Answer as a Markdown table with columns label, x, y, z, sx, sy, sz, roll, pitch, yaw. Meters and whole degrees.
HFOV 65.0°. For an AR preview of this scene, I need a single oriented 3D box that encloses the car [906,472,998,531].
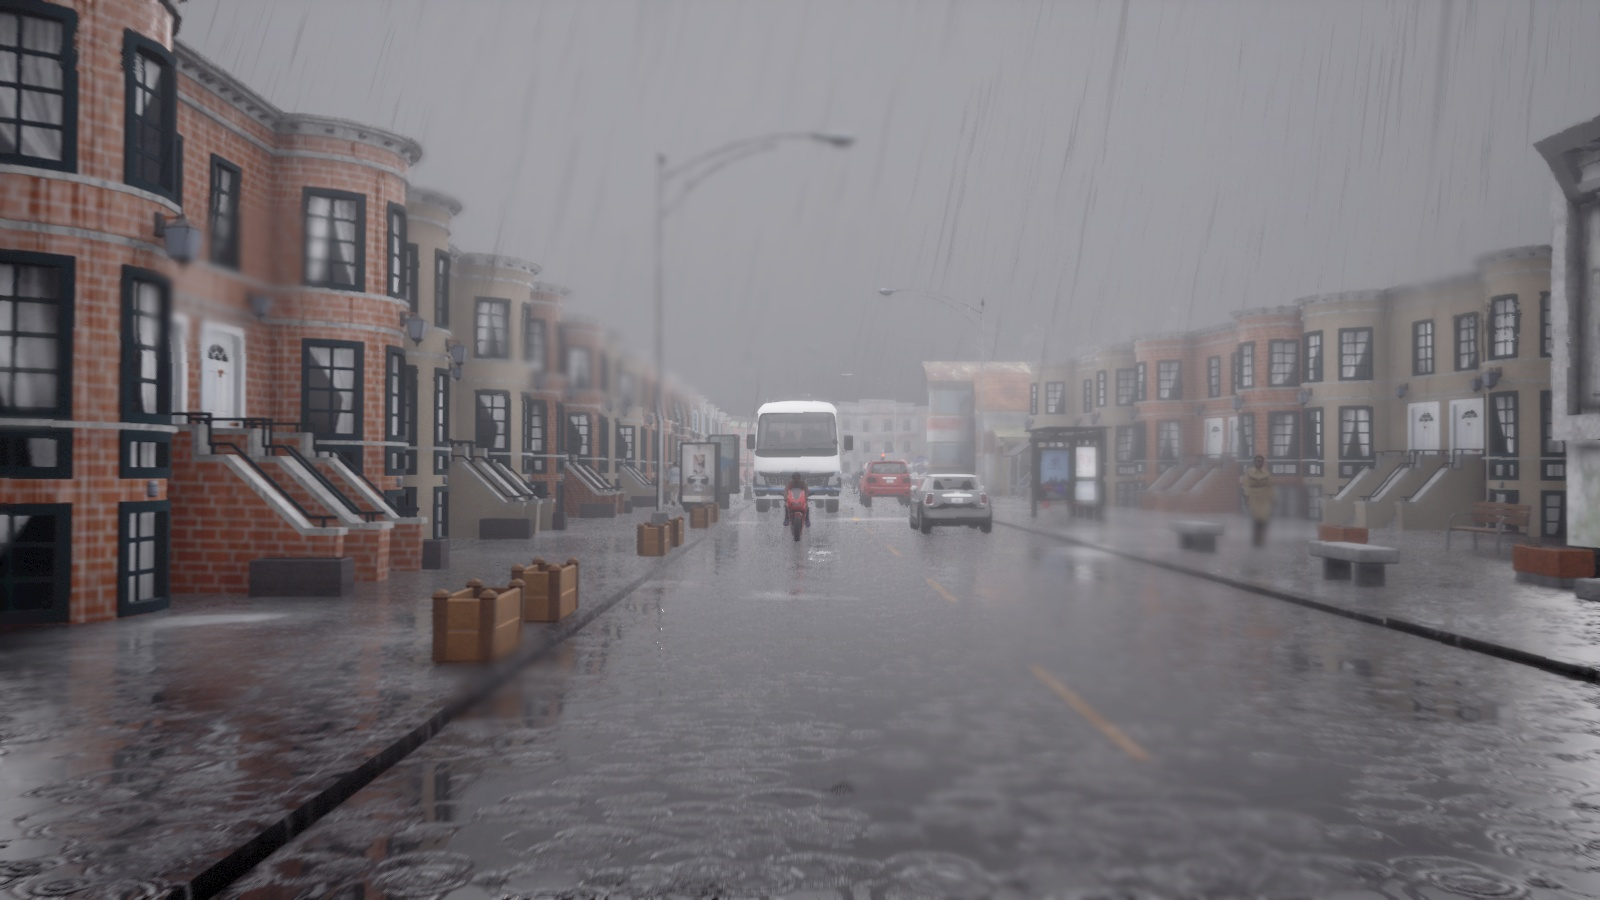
| label | x | y | z | sx | sy | sz | roll | pitch | yaw |
| --- | --- | --- | --- | --- | --- | --- | --- | --- | --- |
| car | 3.945 | 1.321 | 33.212 | 1.970 | 1.475 | 3.806 | 0 | -1 | 0 |

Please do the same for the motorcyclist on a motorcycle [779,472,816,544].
| label | x | y | z | sx | sy | sz | roll | pitch | yaw |
| --- | --- | --- | --- | --- | --- | --- | --- | --- | --- |
| motorcyclist on a motorcycle | -0.052 | 1.267 | 28.072 | 0.797 | 1.523 | 2.044 | 0 | -1 | 0 |

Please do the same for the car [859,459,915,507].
| label | x | y | z | sx | sy | sz | roll | pitch | yaw |
| --- | --- | --- | --- | --- | --- | --- | --- | --- | --- |
| car | 3.922 | 1.480 | 57.455 | 2.150 | 2.045 | 5.566 | 0 | -1 | 0 |

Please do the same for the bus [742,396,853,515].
| label | x | y | z | sx | sy | sz | roll | pitch | yaw |
| --- | --- | --- | --- | --- | --- | --- | --- | --- | --- |
| bus | -0.079 | 0.279 | 50.200 | 3.944 | 4.253 | 10.273 | 0 | -1 | 0 |

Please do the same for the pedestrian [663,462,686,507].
| label | x | y | z | sx | sy | sz | roll | pitch | yaw |
| --- | --- | --- | --- | --- | --- | --- | --- | --- | --- |
| pedestrian | -5.142 | 1.408 | 51.515 | 0.874 | 1.855 | 0.900 | 0 | -1 | -10 |

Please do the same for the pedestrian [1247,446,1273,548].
| label | x | y | z | sx | sy | sz | roll | pitch | yaw |
| --- | --- | --- | --- | --- | --- | --- | --- | --- | --- |
| pedestrian | 8.803 | 0.892 | 24.036 | 0.396 | 1.930 | 0.692 | -1 | -1 | 16 |
